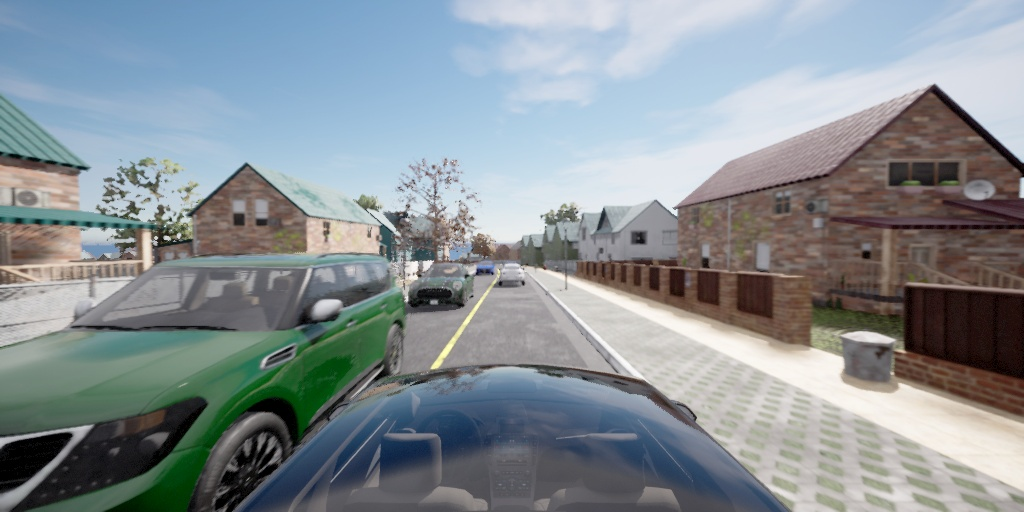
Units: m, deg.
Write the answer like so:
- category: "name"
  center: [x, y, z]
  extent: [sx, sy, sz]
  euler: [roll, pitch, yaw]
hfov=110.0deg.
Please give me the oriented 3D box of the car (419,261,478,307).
- category: "car"
  center: [-2.833, 1.103, 15.323]
  extent: [2.097, 1.767, 4.553]
  euler: [0, 0, 0]

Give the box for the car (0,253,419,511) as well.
- category: "car"
  center: [-2.862, 0.970, 4.165]
  extent: [2.150, 2.045, 5.566]
  euler: [0, 0, -1]

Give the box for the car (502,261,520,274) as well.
- category: "car"
  center: [-0.195, 1.341, 44.491]
  extent: [2.128, 1.511, 4.902]
  euler: [0, 0, -2]

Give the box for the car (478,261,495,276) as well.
- category: "car"
  center: [-2.868, 1.308, 39.552]
  extent: [1.882, 1.535, 5.008]
  euler: [0, -1, -1]

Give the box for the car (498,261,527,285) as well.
- category: "car"
  center: [0.011, 1.303, 26.249]
  extent: [1.812, 1.442, 4.674]
  euler: [0, 0, 0]
